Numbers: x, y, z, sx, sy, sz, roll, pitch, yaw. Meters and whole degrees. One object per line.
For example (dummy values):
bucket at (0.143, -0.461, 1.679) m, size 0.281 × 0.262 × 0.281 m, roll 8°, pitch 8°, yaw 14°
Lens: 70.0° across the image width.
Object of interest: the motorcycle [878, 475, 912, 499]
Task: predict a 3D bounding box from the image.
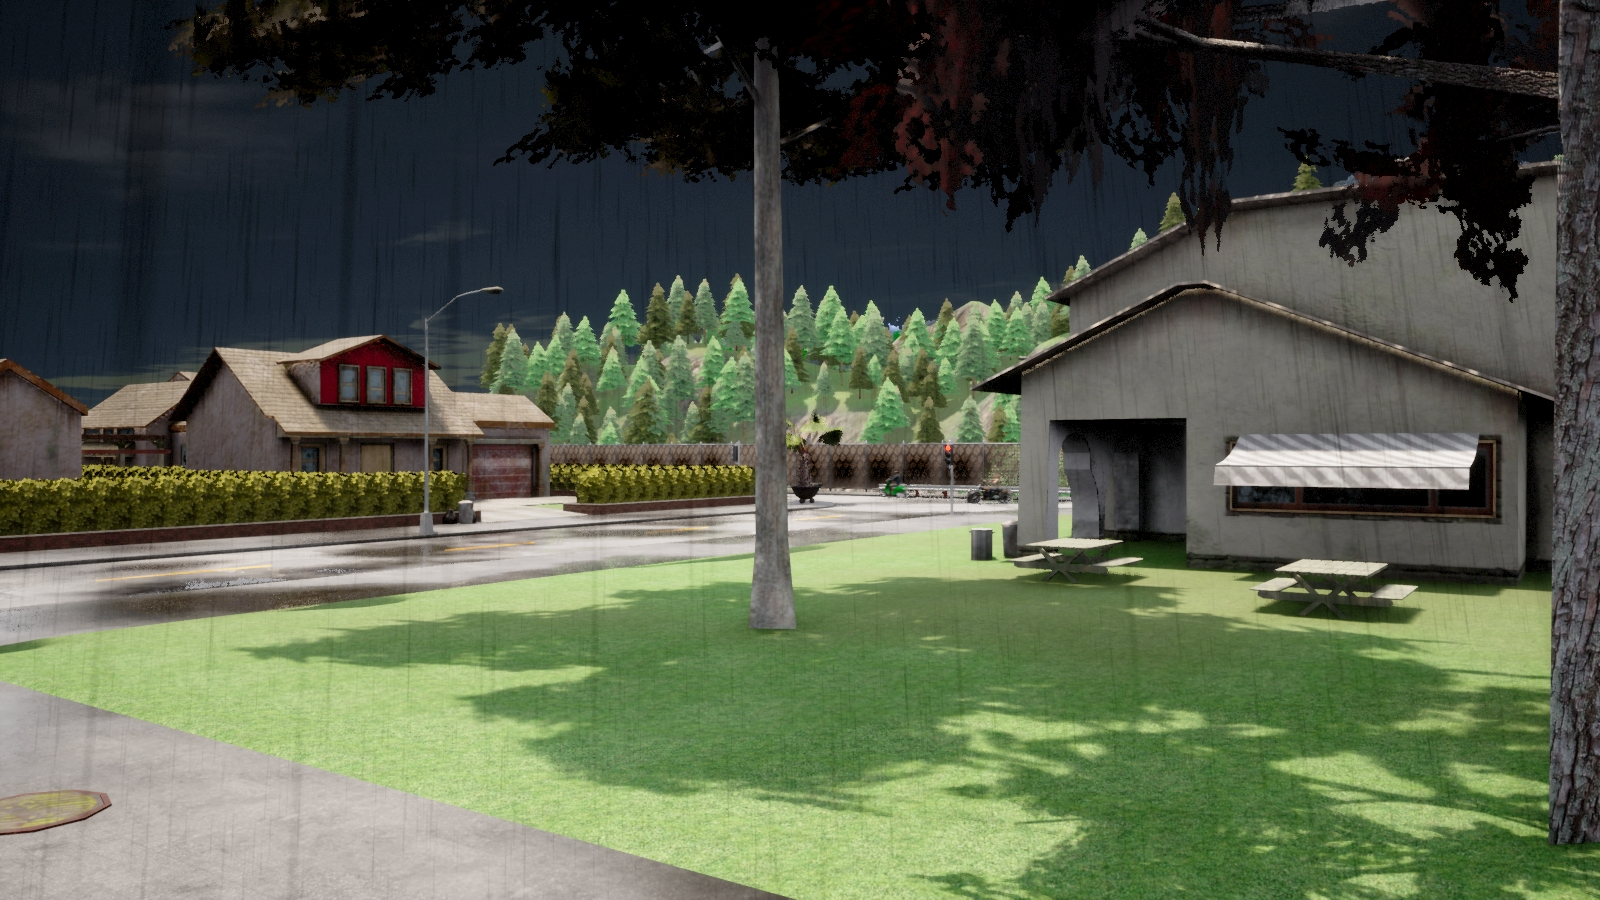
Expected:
motorcycle at (5.470, 2.142, 65.816) m, size 1.805 × 1.316 × 0.856 m, roll 0°, pitch 0°, yaw 35°

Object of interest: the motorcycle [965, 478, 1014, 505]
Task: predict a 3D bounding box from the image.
motorcycle at (9.739, 2.155, 58.876) m, size 2.356 × 1.307 × 0.764 m, roll 0°, pitch 3°, yaw -7°

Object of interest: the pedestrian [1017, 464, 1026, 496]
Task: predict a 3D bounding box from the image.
pedestrian at (12.899, 1.745, 66.646) m, size 0.375 × 1.860 × 0.375 m, roll 0°, pitch 0°, yaw 37°
